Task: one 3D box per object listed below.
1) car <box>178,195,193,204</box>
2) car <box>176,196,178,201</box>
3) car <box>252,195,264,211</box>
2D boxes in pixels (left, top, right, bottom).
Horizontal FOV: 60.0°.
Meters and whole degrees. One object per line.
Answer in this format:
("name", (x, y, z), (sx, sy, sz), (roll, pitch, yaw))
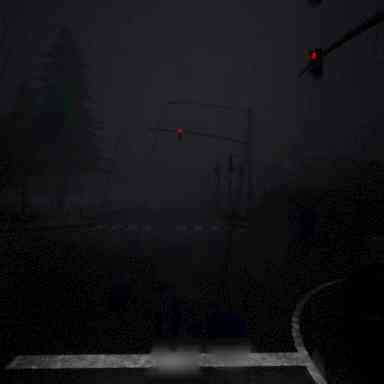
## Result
("car", (-0.906, 1.518, 60.921), (2.033, 1.411, 5.357), (0, 0, -7))
("car", (-2.198, 1.327, 71.105), (1.812, 1.442, 4.674), (0, 0, -13))
("car", (8.868, 1.144, 36.301), (4.605, 1.855, 1.932), (0, 0, -1))
